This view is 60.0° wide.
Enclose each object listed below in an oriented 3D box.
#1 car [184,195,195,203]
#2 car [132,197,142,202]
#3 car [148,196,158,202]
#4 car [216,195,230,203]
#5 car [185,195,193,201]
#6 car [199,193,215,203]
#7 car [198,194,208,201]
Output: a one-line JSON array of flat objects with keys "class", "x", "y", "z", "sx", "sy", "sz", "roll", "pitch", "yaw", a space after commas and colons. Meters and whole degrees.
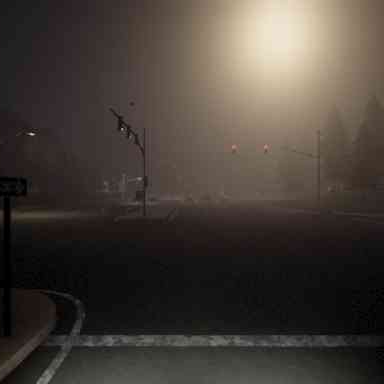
[{"class": "car", "x": -0.511, "y": 1.483, "z": 67.884, "sx": 1.882, "sy": 1.535, "sz": 5.008, "roll": 0, "pitch": 0, "yaw": -1}, {"class": "car", "x": -12.109, "y": 1.587, "z": 74.152, "sx": 1.895, "sy": 1.301, "sz": 4.718, "roll": 0, "pitch": 0, "yaw": -1}, {"class": "car", "x": -8.609, "y": 1.587, "z": 74.206, "sx": 1.895, "sy": 1.301, "sz": 4.718, "roll": 0, "pitch": 0, "yaw": -1}, {"class": "car", "x": 6.488, "y": 1.531, "z": 67.991, "sx": 1.812, "sy": 1.442, "sz": 4.674, "roll": 0, "pitch": 0, "yaw": -1}, {"class": "car", "x": -0.750, "y": 1.502, "z": 83.492, "sx": 1.994, "sy": 1.385, "sz": 4.181, "roll": 0, "pitch": 0, "yaw": -1}, {"class": "car", "x": 2.988, "y": 1.256, "z": 67.968, "sx": 2.150, "sy": 2.045, "sz": 5.566, "roll": 0, "pitch": 0, "yaw": -1}, {"class": "car", "x": 2.749, "y": 1.317, "z": 83.541, "sx": 2.097, "sy": 1.767, "sz": 4.553, "roll": 0, "pitch": 0, "yaw": -1}]
